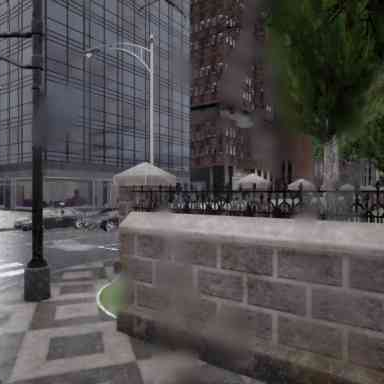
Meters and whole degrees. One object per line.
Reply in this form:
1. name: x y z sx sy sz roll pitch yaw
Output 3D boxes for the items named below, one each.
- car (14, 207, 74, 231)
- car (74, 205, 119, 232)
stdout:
1. car: -8.425 1.631 20.205 2.008 1.369 4.403 0 -1 36
2. car: -4.605 1.602 20.942 1.837 1.490 4.892 0 0 36
